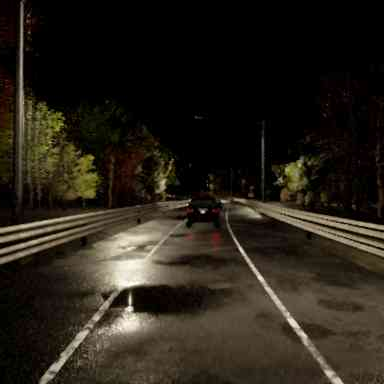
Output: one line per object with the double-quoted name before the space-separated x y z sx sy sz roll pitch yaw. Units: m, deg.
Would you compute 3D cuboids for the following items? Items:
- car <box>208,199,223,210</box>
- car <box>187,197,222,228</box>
"car" 3.719 1.904 51.058 2.033 1.411 5.357 0 0 7
"car" 0.900 1.375 23.898 2.150 2.045 5.566 0 0 4
